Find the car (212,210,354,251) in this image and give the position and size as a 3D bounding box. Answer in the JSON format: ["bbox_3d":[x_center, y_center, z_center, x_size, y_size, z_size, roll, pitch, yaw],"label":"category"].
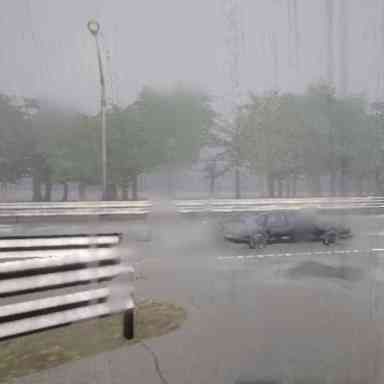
[{"bbox_3d":[3.518,1.409,13.167,5.357,1.411,2.033,-1,1,-11],"label":"car"}]
